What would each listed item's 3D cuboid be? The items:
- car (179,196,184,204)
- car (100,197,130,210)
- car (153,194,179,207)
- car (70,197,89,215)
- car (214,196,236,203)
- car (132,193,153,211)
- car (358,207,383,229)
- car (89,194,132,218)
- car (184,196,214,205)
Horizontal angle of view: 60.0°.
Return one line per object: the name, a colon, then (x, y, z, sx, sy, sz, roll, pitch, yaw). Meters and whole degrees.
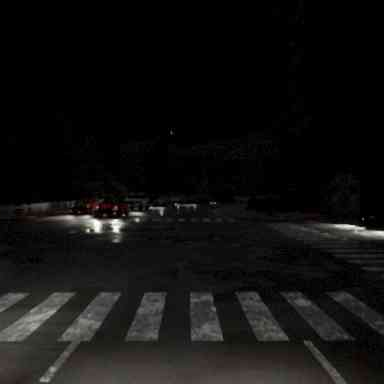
car: (-1.568, 1.417, 60.773, 1.812, 1.442, 4.674, 0, 0, 42)
car: (-9.718, 1.401, 42.391, 1.882, 1.535, 5.008, 0, 0, 10)
car: (-4.136, 1.436, 49.788, 1.812, 1.442, 4.674, 0, 0, 25)
car: (-10.389, 1.292, 33.193, 2.097, 1.767, 4.553, 0, 0, 3)
car: (6.440, 1.426, 67.373, 5.357, 1.411, 2.033, 0, 0, -33)
car: (-6.638, 1.151, 39.804, 2.150, 2.045, 5.566, 0, 0, 6)
car: (13.102, 1.580, 21.577, 4.181, 1.385, 1.994, 0, 0, 0)
car: (-7.000, 1.301, 29.074, 2.097, 1.767, 4.553, 0, 0, 1)
car: (1.299, 1.421, 58.509, 1.812, 1.442, 4.674, 0, 0, 41)
